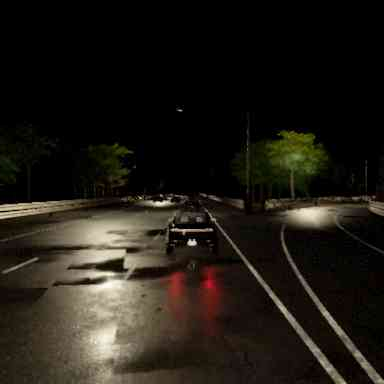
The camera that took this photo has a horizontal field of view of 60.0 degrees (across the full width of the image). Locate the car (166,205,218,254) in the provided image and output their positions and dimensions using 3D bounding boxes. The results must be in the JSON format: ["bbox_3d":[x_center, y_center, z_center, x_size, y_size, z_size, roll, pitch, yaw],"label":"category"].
[{"bbox_3d":[0.002,1.491,13.464,2.128,1.511,4.902,0,0,0],"label":"car"}]

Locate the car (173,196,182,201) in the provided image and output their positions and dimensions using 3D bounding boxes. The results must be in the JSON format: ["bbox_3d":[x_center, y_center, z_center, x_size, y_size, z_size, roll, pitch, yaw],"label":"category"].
[{"bbox_3d":[-3.495,1.520,79.395,1.895,1.301,4.718,0,0,0],"label":"car"}]

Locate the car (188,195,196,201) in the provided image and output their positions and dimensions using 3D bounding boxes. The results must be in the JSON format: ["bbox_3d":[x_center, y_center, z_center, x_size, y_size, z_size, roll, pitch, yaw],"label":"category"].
[{"bbox_3d":[0.005,1.421,79.781,1.882,1.535,5.008,0,0,0],"label":"car"}]

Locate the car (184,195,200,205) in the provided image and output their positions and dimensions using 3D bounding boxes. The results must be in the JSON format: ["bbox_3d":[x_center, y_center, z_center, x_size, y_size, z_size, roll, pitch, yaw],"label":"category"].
[{"bbox_3d":[0.003,1.515,43.182,1.837,1.490,4.892,0,0,0],"label":"car"}]

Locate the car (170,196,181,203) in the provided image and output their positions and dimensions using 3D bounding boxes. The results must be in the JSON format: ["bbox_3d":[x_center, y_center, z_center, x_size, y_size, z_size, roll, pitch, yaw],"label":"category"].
[{"bbox_3d":[-3.495,1.615,69.358,1.994,1.385,4.181,0,0,0],"label":"car"}]

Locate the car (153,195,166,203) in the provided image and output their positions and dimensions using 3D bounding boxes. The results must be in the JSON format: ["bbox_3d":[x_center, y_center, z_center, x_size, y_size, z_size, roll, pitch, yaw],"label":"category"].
[{"bbox_3d":[-6.995,1.561,68.943,1.837,1.490,4.892,0,0,0],"label":"car"}]

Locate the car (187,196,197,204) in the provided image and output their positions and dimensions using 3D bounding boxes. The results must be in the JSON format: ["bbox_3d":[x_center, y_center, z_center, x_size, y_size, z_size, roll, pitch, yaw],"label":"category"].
[{"bbox_3d":[0.003,1.593,68.322,1.812,1.442,4.674,0,0,0],"label":"car"}]
